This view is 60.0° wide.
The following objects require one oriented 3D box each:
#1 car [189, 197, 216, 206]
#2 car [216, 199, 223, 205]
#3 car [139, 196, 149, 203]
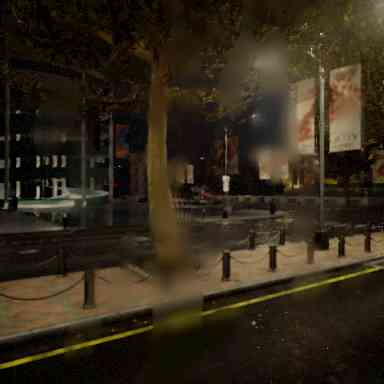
[{"bbox_3d":[1.518,1.691,56.837,1.895,1.301,4.718,0,0,-35],"label":"car"},{"bbox_3d":[3.396,1.648,60.303,2.033,1.411,5.357,0,0,-34],"label":"car"},{"bbox_3d":[-8.670,1.623,68.874,5.357,1.411,2.033,0,0,37],"label":"car"}]
